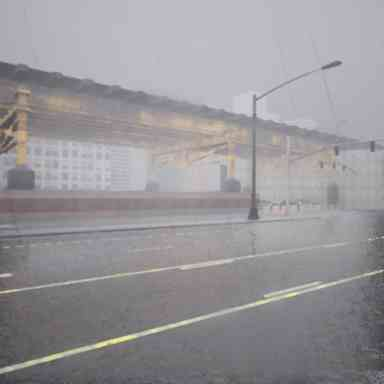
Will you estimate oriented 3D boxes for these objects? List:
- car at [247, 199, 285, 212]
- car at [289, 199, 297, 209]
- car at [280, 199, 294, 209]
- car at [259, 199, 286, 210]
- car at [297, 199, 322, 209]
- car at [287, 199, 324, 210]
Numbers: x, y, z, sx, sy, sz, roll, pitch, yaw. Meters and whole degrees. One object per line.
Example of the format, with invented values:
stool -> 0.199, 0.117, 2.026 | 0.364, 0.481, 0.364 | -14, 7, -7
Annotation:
car -> 10.118, 1.817, 45.690 | 4.974, 1.542, 2.038 | 0, 0, 8
car -> 13.863, 1.865, 48.375 | 2.038, 1.542, 4.974 | 0, 0, 18
car -> 13.880, 1.708, 48.425 | 1.853, 1.218, 4.536 | 0, 0, 18
car -> 10.068, 1.659, 45.698 | 4.536, 1.218, 1.853 | 0, 0, 8
car -> 17.722, 1.764, 52.129 | 4.536, 1.218, 1.853 | 1, 0, -7
car -> 17.773, 1.922, 52.134 | 4.974, 1.542, 2.038 | 1, 0, -7
